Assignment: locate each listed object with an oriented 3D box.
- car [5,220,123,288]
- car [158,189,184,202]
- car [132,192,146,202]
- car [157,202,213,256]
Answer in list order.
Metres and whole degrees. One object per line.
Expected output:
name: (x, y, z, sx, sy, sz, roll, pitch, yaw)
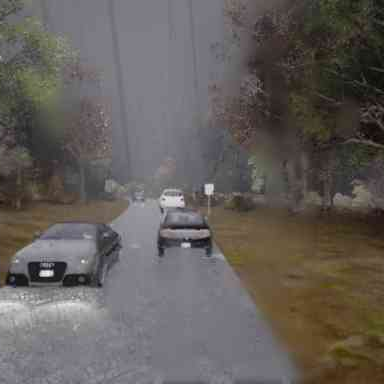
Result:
car: (-3.091, 1.477, 8.893, 1.994, 1.385, 4.181, 1, 1, -2)
car: (-1.982, 0.770, 31.633, 2.150, 2.045, 5.566, 1, 1, -7)
car: (-7.891, 0.722, 49.476, 2.128, 1.511, 4.902, 1, 0, -11)
car: (-0.313, 1.397, 12.762, 2.128, 1.511, 4.902, 1, 1, -3)
